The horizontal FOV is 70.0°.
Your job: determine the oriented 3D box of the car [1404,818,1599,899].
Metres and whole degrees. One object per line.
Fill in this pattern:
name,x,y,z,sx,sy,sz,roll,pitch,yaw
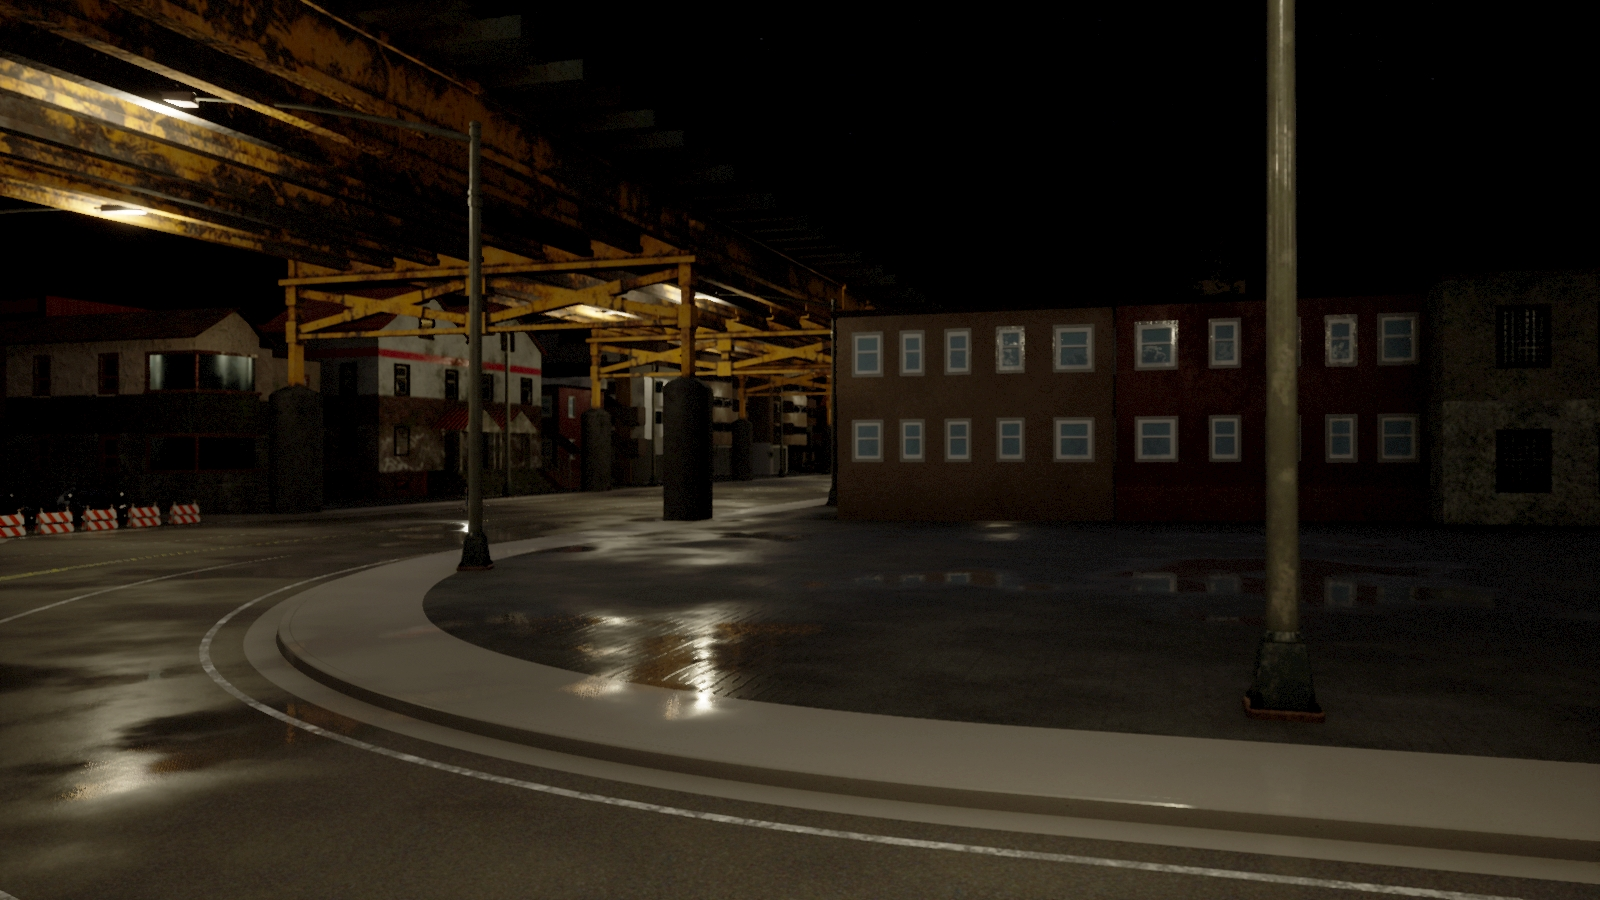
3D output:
car,3.754,1.963,1.789,4.611,1.667,2.242,0,0,17
